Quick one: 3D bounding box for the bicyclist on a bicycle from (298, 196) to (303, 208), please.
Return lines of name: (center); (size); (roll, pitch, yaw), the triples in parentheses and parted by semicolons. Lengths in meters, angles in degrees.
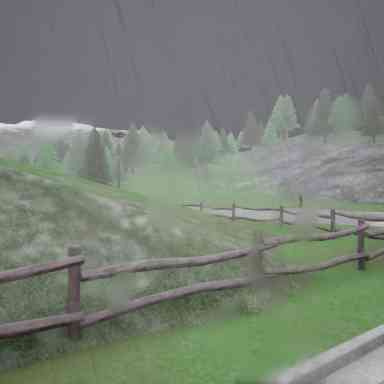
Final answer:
bicyclist on a bicycle: (14.321, 1.302, 43.832); (0.582, 1.620, 1.656); (0, 0, 34)
